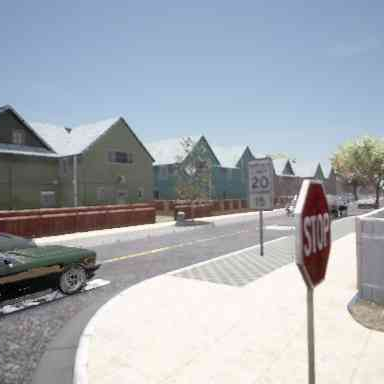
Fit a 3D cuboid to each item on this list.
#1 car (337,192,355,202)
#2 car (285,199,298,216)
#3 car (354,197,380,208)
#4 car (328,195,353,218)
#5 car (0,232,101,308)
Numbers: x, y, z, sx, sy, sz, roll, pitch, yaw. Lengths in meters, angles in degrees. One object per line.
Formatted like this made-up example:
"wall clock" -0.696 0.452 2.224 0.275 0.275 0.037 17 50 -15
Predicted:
"car" 19.695 0.764 43.045 2.097 1.767 4.553 -2 -1 37
"car" 10.030 1.347 30.282 2.128 1.511 4.902 -2 -1 37
"car" 22.118 1.273 41.498 1.895 1.301 4.718 -2 -1 37
"car" 11.310 1.262 27.087 1.882 1.535 5.008 -2 -1 37
"car" -4.170 1.619 6.406 1.895 1.301 4.718 -2 0 37
